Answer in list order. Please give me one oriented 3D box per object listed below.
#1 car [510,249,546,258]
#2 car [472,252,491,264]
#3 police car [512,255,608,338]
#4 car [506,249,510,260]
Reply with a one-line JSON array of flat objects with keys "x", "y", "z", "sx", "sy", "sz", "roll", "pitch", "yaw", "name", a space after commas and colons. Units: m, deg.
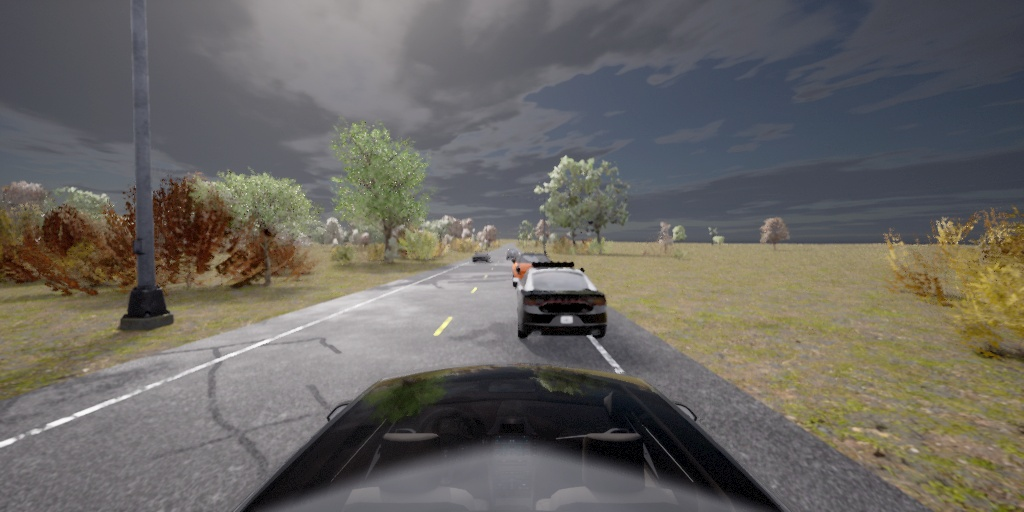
[{"x": 1.069, "y": 0.582, "z": 19.338, "sx": 2.097, "sy": 1.767, "sz": 4.553, "roll": 0, "pitch": 2, "yaw": 0, "name": "car"}, {"x": -3.544, "y": 0.164, "z": 41.452, "sx": 1.895, "sy": 1.301, "sz": 4.718, "roll": 0, "pitch": 2, "yaw": 0, "name": "car"}, {"x": 1.059, "y": 0.947, "z": 9.484, "sx": 1.930, "sy": 1.638, "sz": 5.238, "roll": 0, "pitch": 2, "yaw": 0, "name": "police car"}, {"x": 0.124, "y": -0.221, "z": 52.223, "sx": 2.033, "sy": 1.411, "sz": 5.357, "roll": 0, "pitch": 2, "yaw": 0, "name": "car"}]
